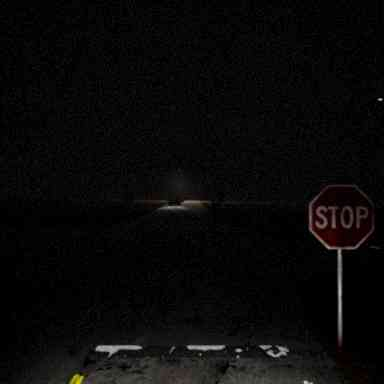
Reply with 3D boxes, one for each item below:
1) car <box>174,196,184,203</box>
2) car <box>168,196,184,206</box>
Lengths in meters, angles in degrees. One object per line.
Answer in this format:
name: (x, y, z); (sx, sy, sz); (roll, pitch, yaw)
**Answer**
car: (-2.771, 1.564, 72.705); (2.033, 1.411, 5.357); (0, 0, 0)
car: (-2.765, 1.595, 53.377); (1.895, 1.301, 4.718); (0, 0, 0)
